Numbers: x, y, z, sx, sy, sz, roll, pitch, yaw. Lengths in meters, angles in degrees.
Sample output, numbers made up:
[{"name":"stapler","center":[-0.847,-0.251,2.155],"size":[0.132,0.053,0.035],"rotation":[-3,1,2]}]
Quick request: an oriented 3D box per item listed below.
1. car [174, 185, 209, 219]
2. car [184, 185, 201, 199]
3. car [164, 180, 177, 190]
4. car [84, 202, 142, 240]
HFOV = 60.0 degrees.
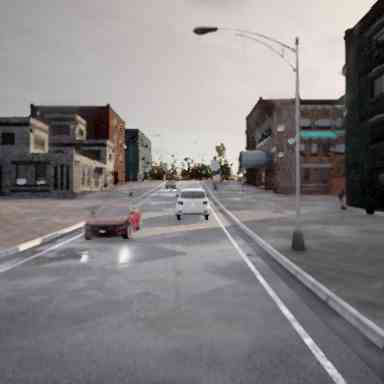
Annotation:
[{"name":"car","center":[0.061,0.737,23.581],"size":[2.150,2.045,5.566],"rotation":[0,2,0]},{"name":"car","center":[0.028,-0.058,42.416],"size":[2.033,1.411,5.357],"rotation":[0,4,0]},{"name":"car","center":[-3.651,-1.254,57.441],"size":[1.837,1.490,4.892],"rotation":[0,4,0]},{"name":"car","center":[-3.624,1.263,15.951],"size":[1.882,1.535,5.008],"rotation":[0,2,0]}]
